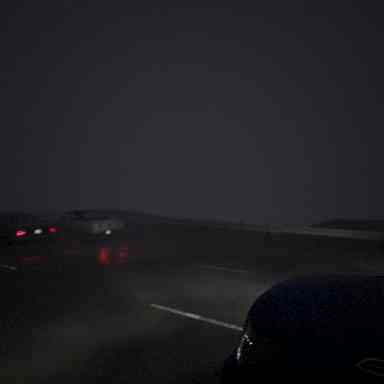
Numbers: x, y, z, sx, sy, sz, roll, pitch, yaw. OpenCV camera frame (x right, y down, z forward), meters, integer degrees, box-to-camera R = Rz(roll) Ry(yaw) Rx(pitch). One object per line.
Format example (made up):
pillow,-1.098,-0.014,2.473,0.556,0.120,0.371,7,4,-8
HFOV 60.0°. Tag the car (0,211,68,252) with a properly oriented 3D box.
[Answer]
car,-7.775,1.516,13.835,5.357,1.411,2.033,0,0,35

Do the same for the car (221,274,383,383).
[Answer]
car,2.900,1.226,1.922,5.566,2.045,2.150,0,0,35

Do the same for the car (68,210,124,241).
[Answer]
car,-5.673,1.569,16.635,4.718,1.301,1.895,0,0,35
